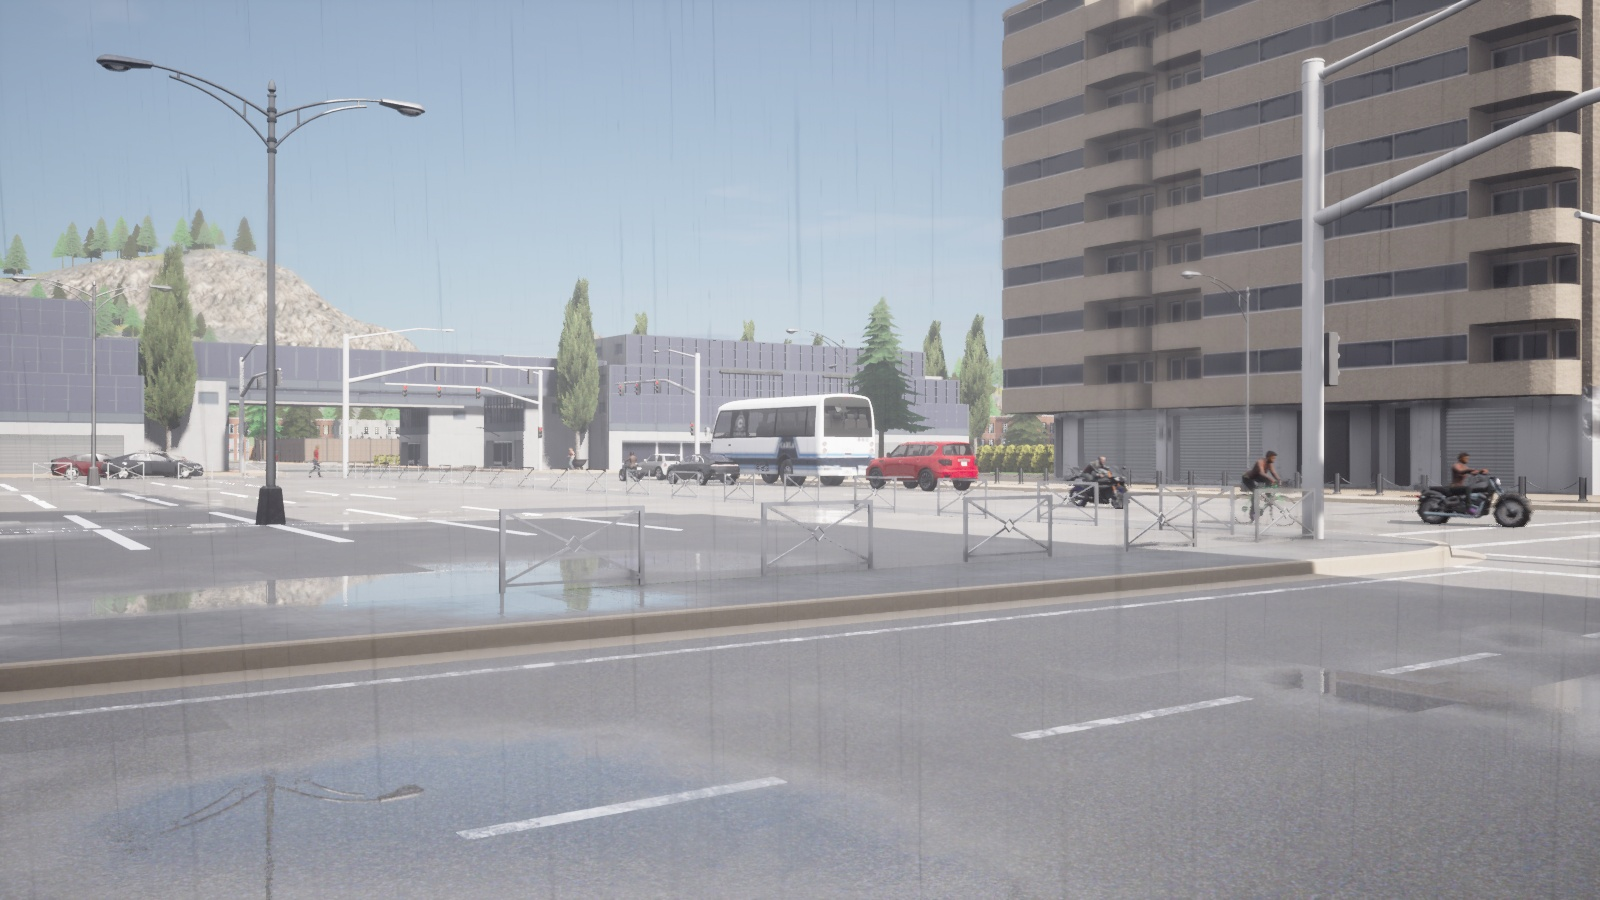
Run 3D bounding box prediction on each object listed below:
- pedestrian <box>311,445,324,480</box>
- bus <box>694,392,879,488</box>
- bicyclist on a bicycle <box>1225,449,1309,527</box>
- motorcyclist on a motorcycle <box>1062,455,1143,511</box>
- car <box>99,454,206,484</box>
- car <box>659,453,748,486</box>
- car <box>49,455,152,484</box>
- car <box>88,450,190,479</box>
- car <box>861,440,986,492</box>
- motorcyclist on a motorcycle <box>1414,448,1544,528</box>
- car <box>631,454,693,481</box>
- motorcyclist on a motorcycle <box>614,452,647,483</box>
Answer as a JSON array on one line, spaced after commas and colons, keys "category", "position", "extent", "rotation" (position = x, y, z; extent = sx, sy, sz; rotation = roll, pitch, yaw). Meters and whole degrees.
[{"category": "pedestrian", "position": [-26.033, 0.680, 67.767], "extent": [0.636, 1.846, 0.331], "rotation": [0, 0, -19]}, {"category": "bus", "position": [-0.890, -0.424, 61.381], "extent": [3.944, 4.253, 10.273], "rotation": [0, 0, -35]}, {"category": "bicyclist on a bicycle", "position": [10.055, 0.798, 27.066], "extent": [0.582, 1.620, 1.656], "rotation": [0, 0, -35]}, {"category": "motorcyclist on a motorcycle", "position": [8.513, 0.904, 35.455], "extent": [0.866, 1.530, 2.191], "rotation": [0, 0, -35]}, {"category": "car", "position": [-34.676, 0.995, 67.294], "extent": [4.902, 1.511, 2.128], "rotation": [0, 0, -34]}, {"category": "car", "position": [-4.736, 0.915, 60.790], "extent": [2.128, 1.511, 4.902], "rotation": [0, 0, -34]}, {"category": "car", "position": [-38.436, 1.050, 69.001], "extent": [4.792, 1.488, 2.163], "rotation": [0, 0, -33]}, {"category": "car", "position": [-38.493, 0.840, 73.160], "extent": [5.027, 1.651, 2.152], "rotation": [0, 0, -34]}, {"category": "car", "position": [5.098, 0.637, 52.720], "extent": [2.150, 2.045, 5.566], "rotation": [0, 0, -35]}, {"category": "motorcyclist on a motorcycle", "position": [14.486, 0.783, 26.871], "extent": [0.766, 1.649, 2.350], "rotation": [0, 0, -36]}, {"category": "car", "position": [-7.896, 0.957, 71.525], "extent": [1.970, 1.475, 3.806], "rotation": [0, 0, -34]}, {"category": "motorcyclist on a motorcycle", "position": [-9.068, 0.934, 67.065], "extent": [0.766, 1.649, 2.350], "rotation": [0, 0, -35]}]
